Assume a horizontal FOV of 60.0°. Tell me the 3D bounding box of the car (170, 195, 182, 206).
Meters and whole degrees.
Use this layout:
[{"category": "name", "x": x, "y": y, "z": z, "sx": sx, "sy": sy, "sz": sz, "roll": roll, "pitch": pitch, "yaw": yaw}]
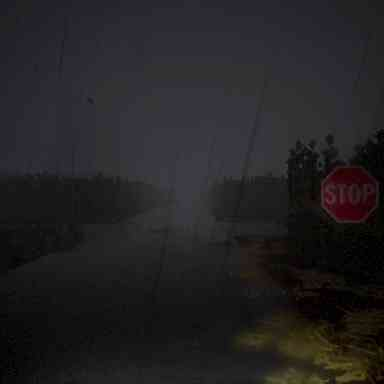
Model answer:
[{"category": "car", "x": -3.100, "y": 1.662, "z": 65.458, "sx": 2.150, "sy": 2.045, "sz": 5.566, "roll": 0, "pitch": -1, "yaw": 0}]
